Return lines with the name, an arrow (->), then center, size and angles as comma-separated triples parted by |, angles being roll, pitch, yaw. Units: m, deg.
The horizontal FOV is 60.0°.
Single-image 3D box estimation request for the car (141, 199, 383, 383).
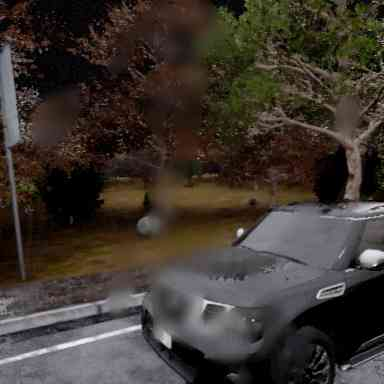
car -> 2.071, 1.168, 4.953 | 5.566, 2.045, 2.150 | 0, 1, -31
